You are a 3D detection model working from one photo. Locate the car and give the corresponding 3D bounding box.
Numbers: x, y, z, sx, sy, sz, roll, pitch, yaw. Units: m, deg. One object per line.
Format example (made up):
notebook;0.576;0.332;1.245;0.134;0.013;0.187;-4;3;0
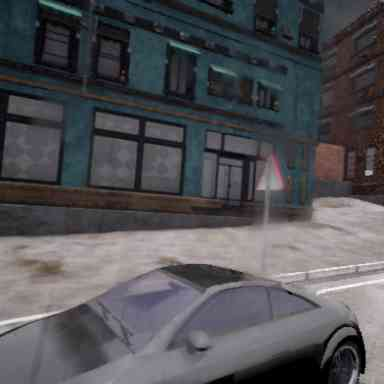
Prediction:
car;-0.068;1.554;3.558;4.181;1.385;1.994;0;0;-32
